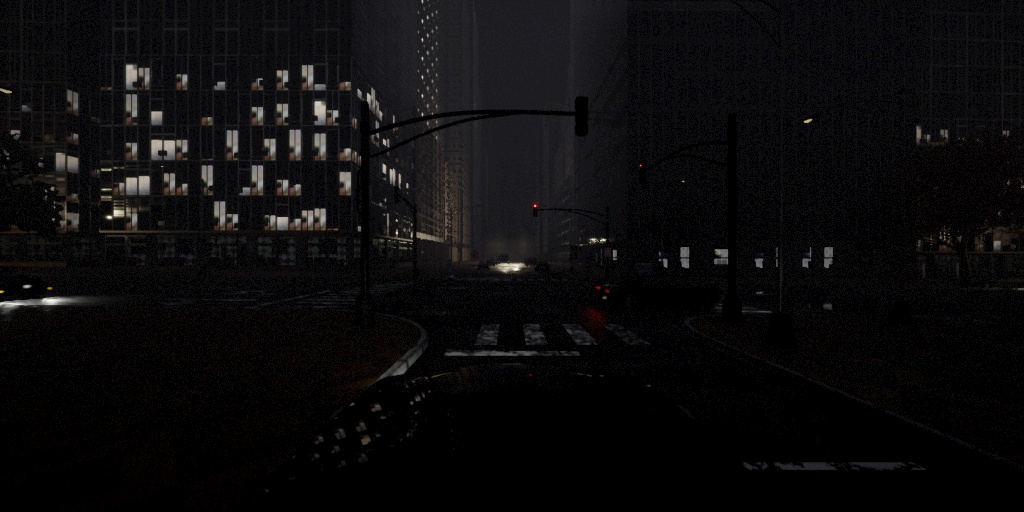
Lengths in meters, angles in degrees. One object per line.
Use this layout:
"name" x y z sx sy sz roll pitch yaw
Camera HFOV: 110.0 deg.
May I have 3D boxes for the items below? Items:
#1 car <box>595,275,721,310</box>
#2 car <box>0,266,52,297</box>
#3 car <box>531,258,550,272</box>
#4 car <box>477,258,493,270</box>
"car" 6.072 1.483 15.072 4.718 1.301 1.895 1 0 -3
"car" -20.759 0.962 13.800 4.181 1.385 1.994 1 0 -3
"car" 3.885 1.329 46.537 1.948 1.339 4.313 0 0 0
"car" -4.073 1.342 52.022 1.802 1.307 4.207 0 0 0
